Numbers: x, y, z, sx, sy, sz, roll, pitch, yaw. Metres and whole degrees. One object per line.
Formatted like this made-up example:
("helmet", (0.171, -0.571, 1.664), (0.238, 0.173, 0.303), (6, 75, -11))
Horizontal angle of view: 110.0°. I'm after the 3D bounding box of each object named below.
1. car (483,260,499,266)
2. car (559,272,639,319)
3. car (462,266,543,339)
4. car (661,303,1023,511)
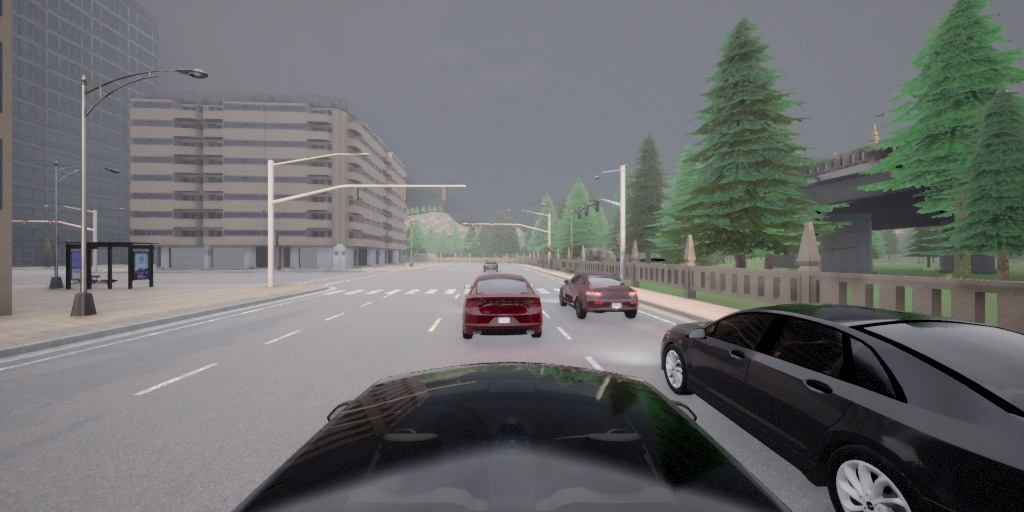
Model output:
("car", (-2.716, 1.242, 45.915), (2.128, 1.511, 4.902), (0, 0, -4))
("car", (2.922, 1.276, 12.736), (1.812, 1.442, 4.674), (0, 0, -3))
("car", (-0.340, 1.228, 10.161), (1.882, 1.535, 5.008), (0, 0, -4))
("car", (3.258, 1.255, 3.746), (1.837, 1.490, 4.892), (0, 0, 0))
